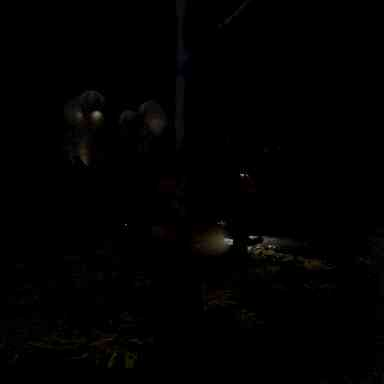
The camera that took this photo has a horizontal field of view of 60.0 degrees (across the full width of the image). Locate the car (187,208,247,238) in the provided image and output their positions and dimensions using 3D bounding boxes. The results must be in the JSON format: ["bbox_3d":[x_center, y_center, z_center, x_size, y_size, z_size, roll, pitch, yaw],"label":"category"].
[{"bbox_3d":[1.009,1.564,17.961,1.994,1.385,4.181,0,0,-35],"label":"car"}]
